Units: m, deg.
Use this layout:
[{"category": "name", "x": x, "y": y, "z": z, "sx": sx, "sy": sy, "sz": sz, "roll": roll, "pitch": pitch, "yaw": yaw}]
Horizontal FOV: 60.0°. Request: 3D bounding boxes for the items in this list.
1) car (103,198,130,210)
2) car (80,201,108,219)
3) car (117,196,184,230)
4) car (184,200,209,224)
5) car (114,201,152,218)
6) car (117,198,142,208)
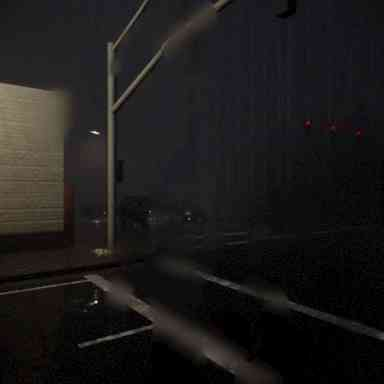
[{"category": "car", "x": -10.160, "y": 1.575, "z": 44.472, "sx": 1.812, "sy": 1.442, "sz": 4.674, "roll": 0, "pitch": 0, "yaw": -36}, {"category": "car", "x": -8.593, "y": 1.616, "z": 29.985, "sx": 1.994, "sy": 1.385, "sz": 4.181, "roll": 0, "pitch": 0, "yaw": -35}, {"category": "car", "x": -3.126, "y": 1.274, "z": 22.321, "sx": 2.150, "sy": 2.045, "sz": 5.566, "roll": 0, "pitch": 0, "yaw": -36}, {"category": "car", "x": -0.759, "y": 1.403, "z": 25.034, "sx": 2.097, "sy": 1.767, "sz": 4.553, "roll": 0, "pitch": 0, "yaw": -36}, {"category": "car", "x": -5.780, "y": 1.615, "z": 32.061, "sx": 1.994, "sy": 1.385, "sz": 4.181, "roll": 0, "pitch": 0, "yaw": -35}, {"category": "car", "x": -9.257, "y": 1.612, "z": 49.255, "sx": 1.994, "sy": 1.385, "sz": 4.181, "roll": 0, "pitch": 0, "yaw": -36}]
